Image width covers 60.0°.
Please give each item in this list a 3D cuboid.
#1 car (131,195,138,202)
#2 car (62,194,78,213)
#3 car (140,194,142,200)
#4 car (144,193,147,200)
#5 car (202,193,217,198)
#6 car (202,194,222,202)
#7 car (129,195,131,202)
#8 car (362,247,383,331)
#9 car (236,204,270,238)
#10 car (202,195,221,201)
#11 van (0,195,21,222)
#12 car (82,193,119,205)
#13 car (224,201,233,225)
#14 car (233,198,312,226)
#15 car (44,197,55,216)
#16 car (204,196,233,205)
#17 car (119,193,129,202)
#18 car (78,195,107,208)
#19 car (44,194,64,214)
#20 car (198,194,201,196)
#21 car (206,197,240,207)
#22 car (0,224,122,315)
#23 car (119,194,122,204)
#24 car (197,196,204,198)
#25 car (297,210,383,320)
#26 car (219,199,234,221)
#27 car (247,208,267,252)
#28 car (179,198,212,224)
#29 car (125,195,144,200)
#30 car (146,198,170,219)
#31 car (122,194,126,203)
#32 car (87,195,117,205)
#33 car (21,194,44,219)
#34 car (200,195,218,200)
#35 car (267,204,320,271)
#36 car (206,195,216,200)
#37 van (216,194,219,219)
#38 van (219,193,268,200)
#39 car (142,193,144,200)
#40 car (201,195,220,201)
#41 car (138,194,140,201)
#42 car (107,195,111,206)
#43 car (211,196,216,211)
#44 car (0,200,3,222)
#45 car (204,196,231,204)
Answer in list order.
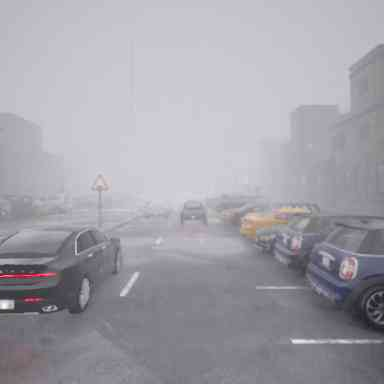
[{"bbox_3d":[-15.561,1.212,73.908,5.566,2.045,2.435,0,0,0],"label":"car"},{"bbox_3d":[-15.568,1.264,35.301,5.566,2.045,2.435,0,0,0],"label":"car"},{"bbox_3d":[-15.629,1.493,82.178,4.792,1.488,2.163,0,0,0],"label":"car"},{"bbox_3d":[-15.417,1.468,87.698,5.366,1.575,1.946,0,0,0],"label":"car"},{"bbox_3d":[4.657,1.225,48.044,5.566,2.045,2.435,0,0,0],"label":"car"},{"bbox_3d":[4.769,1.339,78.642,4.553,1.767,2.185,0,0,0],"label":"car"},{"bbox_3d":[-15.585,1.509,68.394,4.674,1.452,2.002,0,0,0],"label":"car"},{"bbox_3d":[4.705,1.514,3.574,4.674,1.452,2.002,0,0,0],"label":"car"},{"bbox_3d":[4.698,1.469,14.688,5.008,1.535,2.097,0,0,0],"label":"car"},{"bbox_3d":[4.741,1.507,81.512,4.674,1.452,2.002,0,0,0],"label":"car"},{"bbox_3d":[-15.409,1.280,24.269,4.442,1.987,1.878,0,0,0],"label":"van"},{"bbox_3d":[-15.536,1.246,54.605,5.566,2.045,2.435,0,0,0],"label":"car"},{"bbox_3d":[4.694,1.472,20.248,5.008,1.535,2.097,0,0,0],"label":"car"},{"bbox_3d":[4.732,1.345,17.470,4.553,1.767,2.185,0,0,0],"label":"car"},{"bbox_3d":[-15.527,1.511,29.909,5.008,1.535,2.097,0,0,0],"label":"car"},{"bbox_3d":[4.692,1.469,59.278,5.008,1.535,2.097,0,0,0],"label":"car"},{"bbox_3d":[-15.573,1.474,65.636,5.008,1.535,2.097,0,0,0],"label":"car"},{"bbox_3d":[-15.528,1.537,49.089,4.792,1.488,2.163,0,0,0],"label":"car"},{"bbox_3d":[-15.567,1.388,32.666,4.553,1.767,2.185,0,0,0],"label":"car"},{"bbox_3d":[4.758,1.211,75.829,5.566,2.045,2.435,0,0,0],"label":"car"},{"bbox_3d":[4.678,1.476,50.823,4.892,1.521,2.231,0,0,0],"label":"car"},{"bbox_3d":[-2.904,1.495,7.586,1.837,1.490,4.892,0,0,0],"label":"car"},{"bbox_3d":[-15.569,1.527,59.991,4.674,1.452,2.002,0,0,0],"label":"car"},{"bbox_3d":[0.082,1.561,42.040,1.994,1.385,4.181,0,0,0],"label":"car"},{"bbox_3d":[4.675,1.346,6.353,4.553,1.767,2.185,0,0,0],"label":"car"},{"bbox_3d":[4.699,1.515,25.807,4.674,1.452,2.002,0,0,0],"label":"car"},{"bbox_3d":[4.710,1.470,11.911,4.892,1.521,2.231,0,0,0],"label":"car"},{"bbox_3d":[0.087,1.486,24.889,2.128,1.511,4.902,0,0,0],"label":"car"},{"bbox_3d":[-15.571,1.505,90.455,4.792,1.488,2.163,0,0,0],"label":"car"},{"bbox_3d":[-2.917,1.524,29.149,1.812,1.442,4.674,0,0,0],"label":"car"},{"bbox_3d":[-15.573,1.520,62.879,4.674,1.452,2.002,0,0,0],"label":"car"},{"bbox_3d":[-15.537,1.367,57.363,4.553,1.767,2.185,0,0,0],"label":"car"},{"bbox_3d":[-15.557,1.258,27.026,5.566,2.045,2.435,0,0,0],"label":"car"},{"bbox_3d":[4.786,1.495,95.281,4.892,1.521,2.231,0,0,0],"label":"car"},{"bbox_3d":[4.674,1.343,9.133,4.553,1.767,2.185,0,0,0],"label":"car"},{"bbox_3d":[4.658,1.507,45.264,4.792,1.488,2.163,0,0,0],"label":"car"},{"bbox_3d":[4.811,1.251,31.366,4.442,1.987,1.878,0,0,0],"label":"van"},{"bbox_3d":[4.812,1.251,28.587,4.442,1.987,1.878,0,0,0],"label":"van"},{"bbox_3d":[-15.789,1.463,84.935,5.366,1.575,1.946,0,0,0],"label":"car"},{"bbox_3d":[4.765,1.477,87.068,4.892,1.521,2.231,0,0,0],"label":"car"},{"bbox_3d":[-15.782,1.459,79.420,5.366,1.575,1.946,0,0,0],"label":"car"},{"bbox_3d":[-15.563,1.543,51.847,4.674,1.452,2.002,0,0,0],"label":"car"},{"bbox_3d":[4.686,1.479,34.146,4.892,1.521,2.231,0,0,0],"label":"car"},{"bbox_3d":[-15.527,1.503,21.511,5.008,1.535,2.097,0,0,0],"label":"car"},{"bbox_3d":[4.722,1.496,61.934,4.792,1.488,2.163,0,0,0],"label":"car"}]
